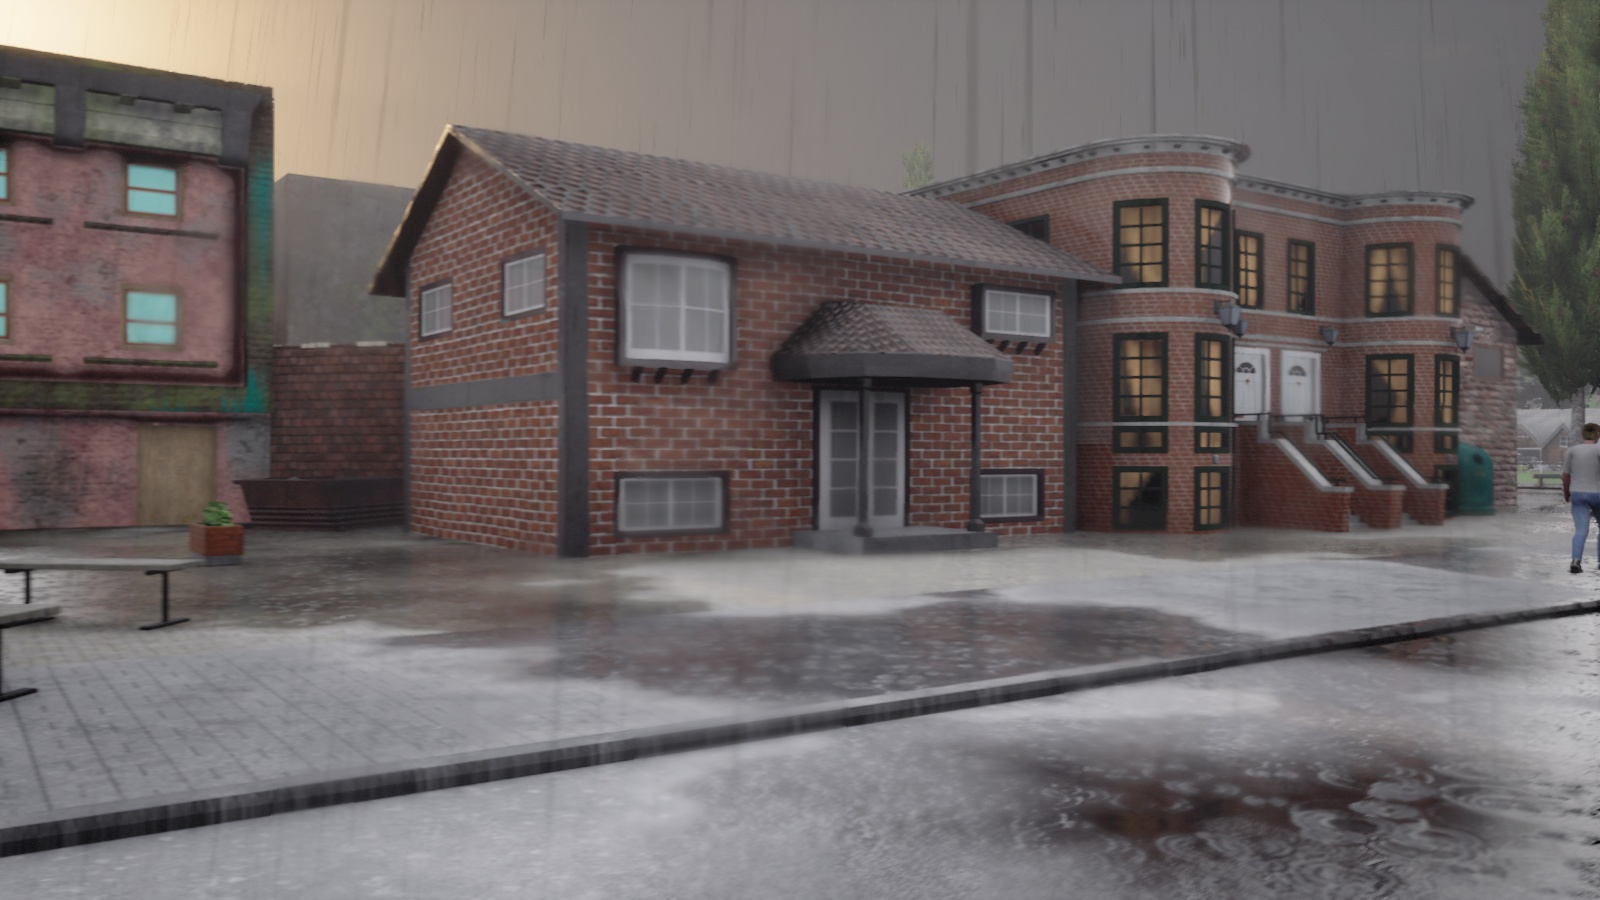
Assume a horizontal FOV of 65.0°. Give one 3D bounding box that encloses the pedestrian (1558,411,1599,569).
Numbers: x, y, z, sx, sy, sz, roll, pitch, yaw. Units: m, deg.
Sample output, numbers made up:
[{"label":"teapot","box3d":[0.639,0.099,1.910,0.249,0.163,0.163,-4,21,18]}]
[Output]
[{"label":"pedestrian","box3d":[9.363,0.466,14.914,0.706,1.836,0.354,0,0,-34]}]
